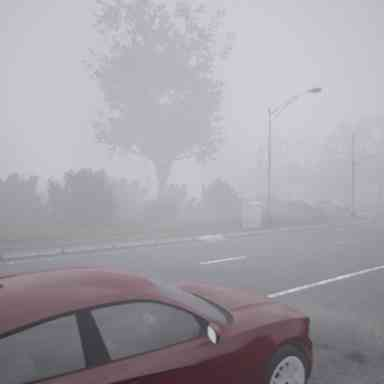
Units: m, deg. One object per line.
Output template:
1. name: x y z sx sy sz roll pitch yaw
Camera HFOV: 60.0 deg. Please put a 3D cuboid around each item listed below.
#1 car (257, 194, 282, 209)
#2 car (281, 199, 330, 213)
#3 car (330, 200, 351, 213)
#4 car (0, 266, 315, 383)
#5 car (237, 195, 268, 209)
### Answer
1. car: 11.237 1.335 47.640 2.150 2.045 5.566 0 0 -33
2. car: 12.969 1.634 38.349 1.812 1.442 4.674 0 0 -31
3. car: 16.419 1.646 39.436 1.812 1.442 4.674 0 0 -32
4. car: -0.902 1.481 3.103 5.008 1.535 1.882 0 0 -35
5. car: 8.021 1.607 46.171 1.837 1.490 4.892 0 0 -32
